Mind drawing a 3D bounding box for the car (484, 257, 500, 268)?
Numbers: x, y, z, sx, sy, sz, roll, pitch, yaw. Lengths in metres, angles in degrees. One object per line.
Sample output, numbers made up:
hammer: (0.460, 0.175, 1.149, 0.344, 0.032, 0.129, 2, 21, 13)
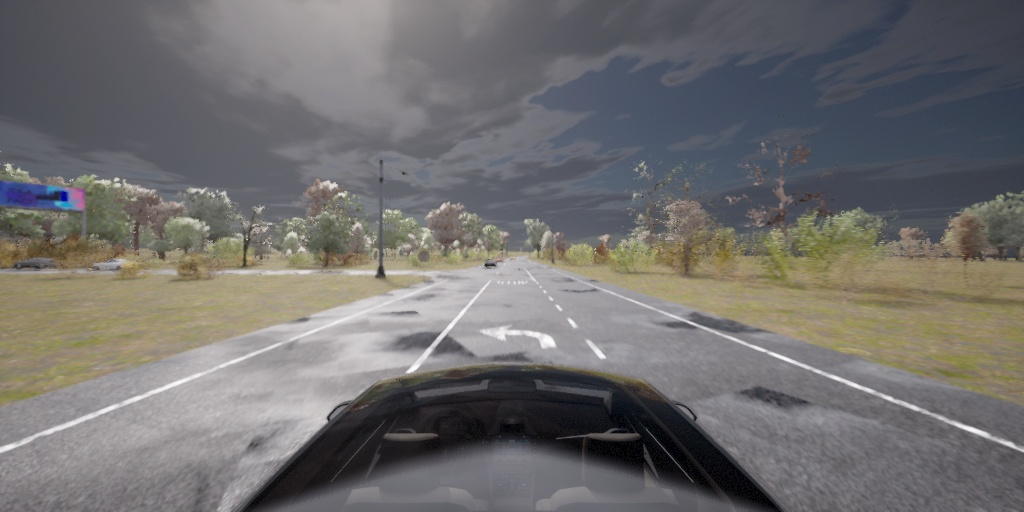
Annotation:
car: (-3.293, 1.216, 55.801, 1.895, 1.301, 4.718, 0, 0, 0)
